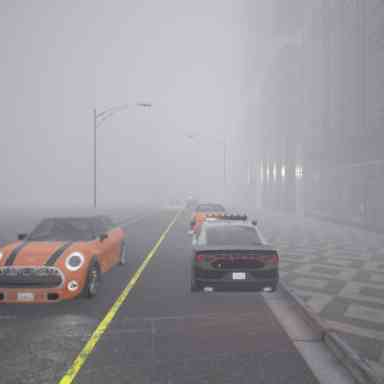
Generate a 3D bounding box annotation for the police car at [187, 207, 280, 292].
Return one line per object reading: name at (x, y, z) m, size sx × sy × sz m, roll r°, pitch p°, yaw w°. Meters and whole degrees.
police car at (0.917, 1.427, 9.045) m, size 1.930 × 1.638 × 5.238 m, roll 0°, pitch 0°, yaw 0°

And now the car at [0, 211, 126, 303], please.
car at (-3.083, 1.353, 8.412) m, size 2.097 × 1.767 × 4.553 m, roll 0°, pitch 0°, yaw 0°

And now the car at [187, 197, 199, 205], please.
car at (0.131, 1.601, 60.397) m, size 2.128 × 1.511 × 4.902 m, roll 0°, pitch 0°, yaw 0°

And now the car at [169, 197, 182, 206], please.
car at (-2.873, 1.593, 58.027) m, size 2.128 × 1.511 × 4.902 m, roll 0°, pitch 0°, yaw 0°

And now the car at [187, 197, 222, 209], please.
car at (0.938, 1.361, 18.906) m, size 2.097 × 1.767 × 4.553 m, roll 0°, pitch 0°, yaw 0°

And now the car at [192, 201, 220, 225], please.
car at (0.953, 1.496, 24.936) m, size 1.882 × 1.535 × 5.008 m, roll 0°, pitch 0°, yaw 0°

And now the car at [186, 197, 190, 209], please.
car at (0.113, 1.667, 46.539) m, size 1.895 × 1.301 × 4.718 m, roll 0°, pitch 0°, yaw 1°
